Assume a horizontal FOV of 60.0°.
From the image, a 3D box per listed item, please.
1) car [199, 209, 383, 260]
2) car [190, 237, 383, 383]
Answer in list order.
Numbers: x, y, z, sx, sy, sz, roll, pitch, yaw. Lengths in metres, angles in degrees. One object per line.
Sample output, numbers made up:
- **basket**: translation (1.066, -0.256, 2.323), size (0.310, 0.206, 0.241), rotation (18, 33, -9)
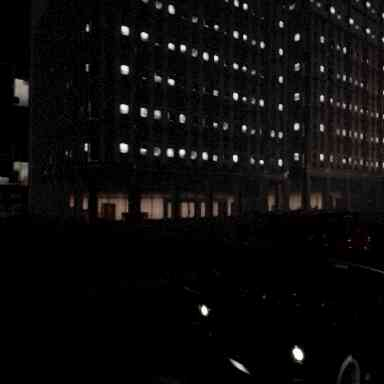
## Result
- **car**: translation (2.555, 1.390, 8.386), size (5.009, 1.841, 2.192), rotation (1, -1, -36)
- **car**: translation (2.315, 1.653, 5.017), size (4.718, 1.301, 1.895), rotation (1, 0, -36)
